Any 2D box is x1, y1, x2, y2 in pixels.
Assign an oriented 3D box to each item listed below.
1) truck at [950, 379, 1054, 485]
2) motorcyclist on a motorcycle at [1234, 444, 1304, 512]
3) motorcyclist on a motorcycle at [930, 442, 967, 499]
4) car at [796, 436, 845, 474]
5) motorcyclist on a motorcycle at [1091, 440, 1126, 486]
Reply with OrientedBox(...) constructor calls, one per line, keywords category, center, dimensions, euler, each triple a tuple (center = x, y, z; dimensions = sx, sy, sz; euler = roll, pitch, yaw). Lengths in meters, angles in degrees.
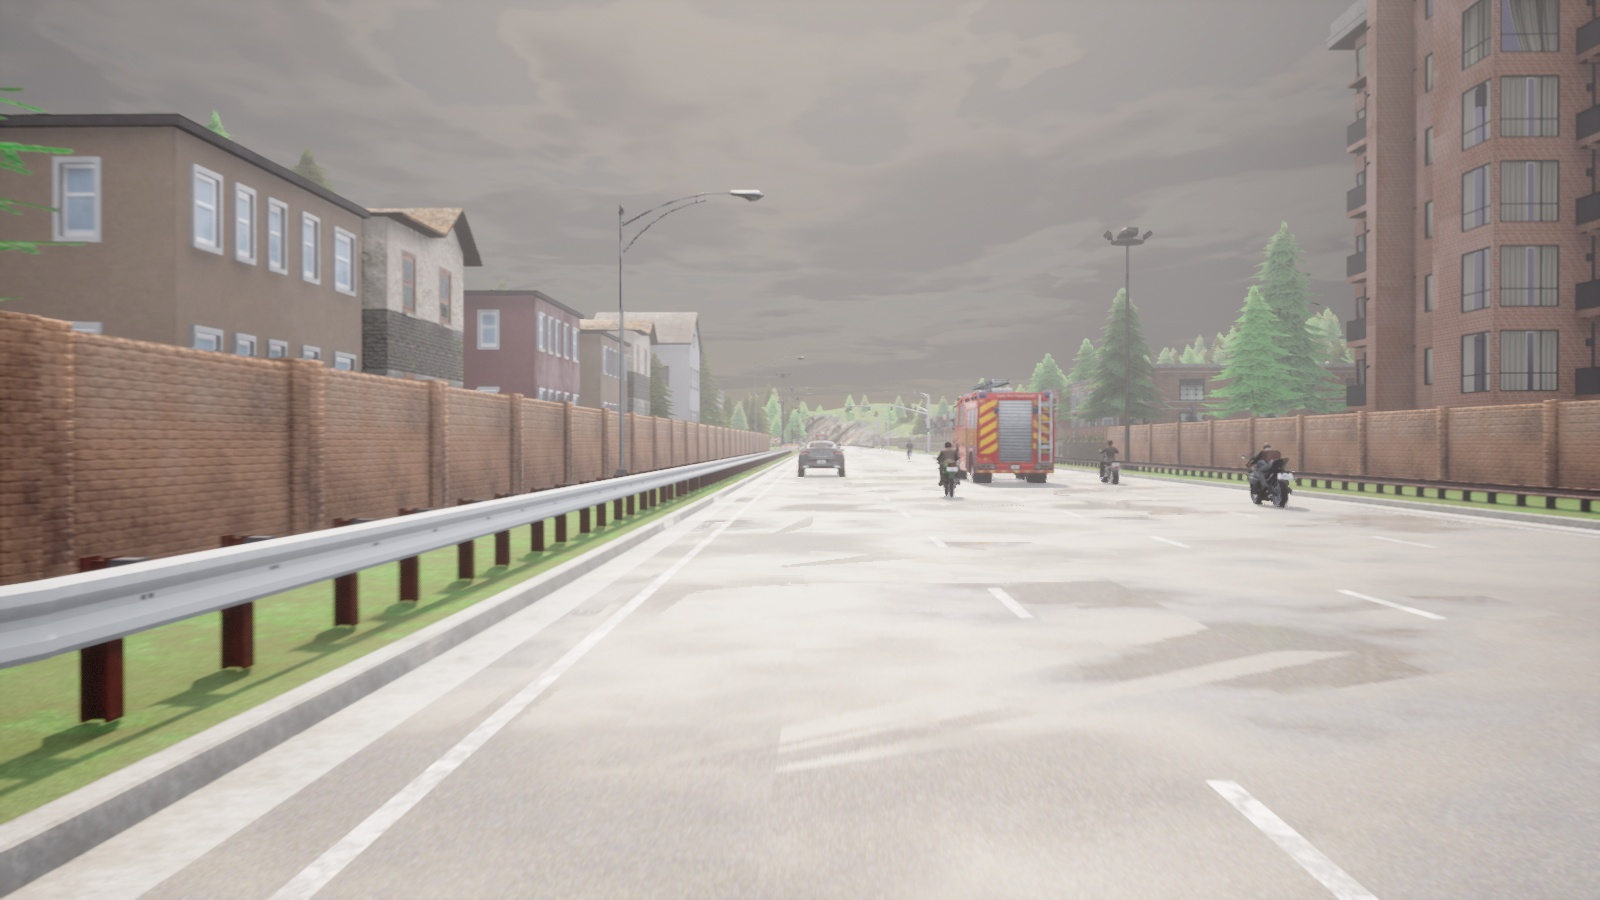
OrientedBox(category="truck", center=(7.829, -0.677, 49.715), dimensions=(2.891, 3.827, 8.468), euler=(0, 0, 1))
OrientedBox(category="motorcyclist on a motorcycle", center=(10.995, 0.634, 29.530), dimensions=(0.866, 1.530, 2.191), euler=(0, 0, 1))
OrientedBox(category="motorcyclist on a motorcycle", center=(4.079, 0.547, 34.654), dimensions=(0.797, 1.523, 2.044), euler=(0, 0, 1))
OrientedBox(category="car", center=(0.955, 0.217, 57.492), dimensions=(2.152, 1.651, 5.027), euler=(0, 0, 1))
OrientedBox(category="motorcyclist on a motorcycle", center=(11.265, 0.462, 45.915), dimensions=(0.766, 1.649, 2.350), euler=(0, 0, 1))
